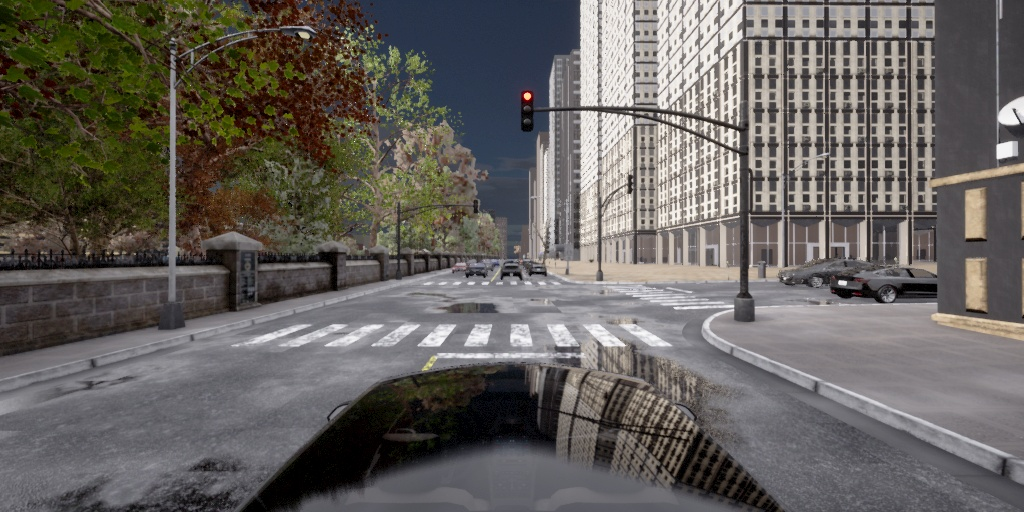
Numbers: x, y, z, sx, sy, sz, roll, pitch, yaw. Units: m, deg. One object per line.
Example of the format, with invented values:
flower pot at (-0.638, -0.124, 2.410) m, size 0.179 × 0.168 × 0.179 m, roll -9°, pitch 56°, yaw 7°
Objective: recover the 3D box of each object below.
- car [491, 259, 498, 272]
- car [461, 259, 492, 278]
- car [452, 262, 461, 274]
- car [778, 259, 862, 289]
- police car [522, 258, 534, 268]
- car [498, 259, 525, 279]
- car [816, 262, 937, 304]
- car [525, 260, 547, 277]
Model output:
car at (-3.326, 1.259, 46.168) m, size 2.128 × 1.511 × 4.902 m, roll 0°, pitch 0°, yaw 0°
car at (-3.266, 1.310, 34.174) m, size 2.033 × 1.411 × 5.357 m, roll 0°, pitch 0°, yaw 0°
car at (-5.898, 1.350, 41.735) m, size 1.802 × 1.307 × 4.207 m, roll 0°, pitch 0°, yaw 0°
car at (17.211, 0.945, 19.450) m, size 4.892 × 1.490 × 1.837 m, roll -1°, pitch 0°, yaw -1°
police car at (2.807, 1.217, 64.571) m, size 1.930 × 1.638 × 5.238 m, roll 0°, pitch 0°, yaw 0°
car at (-0.055, 1.266, 32.248) m, size 1.837 × 1.490 × 4.892 m, roll 0°, pitch 0°, yaw 0°
car at (14.627, 1.026, 13.628) m, size 4.313 × 1.339 × 1.948 m, roll 0°, pitch 0°, yaw -1°
car at (2.512, 1.330, 36.147) m, size 1.948 × 1.339 × 4.313 m, roll 0°, pitch 0°, yaw 0°
